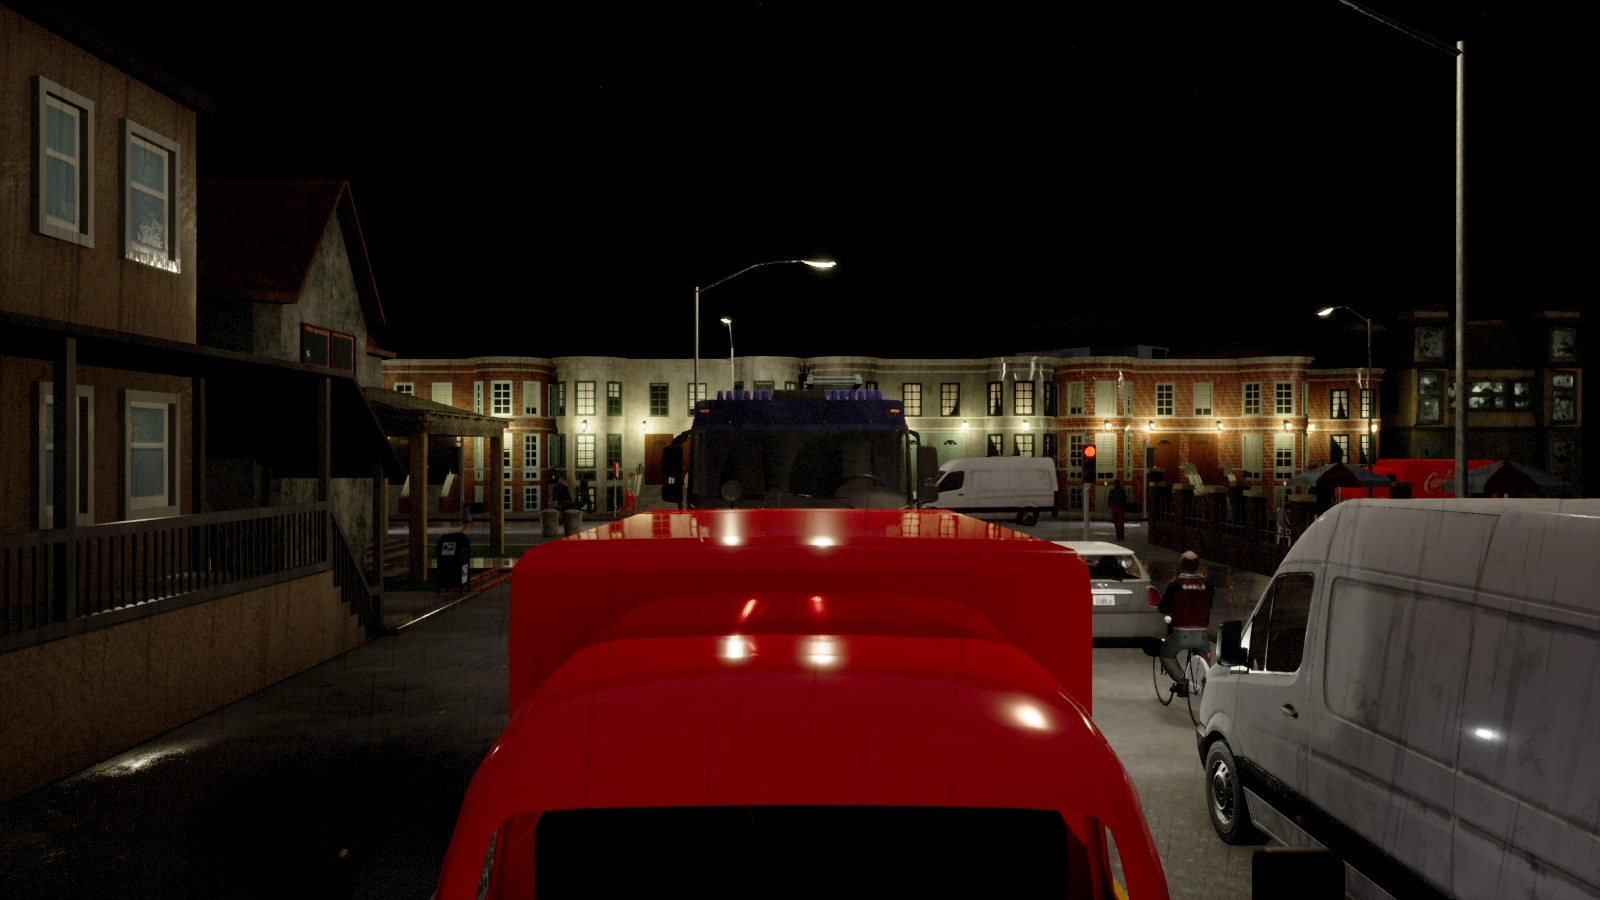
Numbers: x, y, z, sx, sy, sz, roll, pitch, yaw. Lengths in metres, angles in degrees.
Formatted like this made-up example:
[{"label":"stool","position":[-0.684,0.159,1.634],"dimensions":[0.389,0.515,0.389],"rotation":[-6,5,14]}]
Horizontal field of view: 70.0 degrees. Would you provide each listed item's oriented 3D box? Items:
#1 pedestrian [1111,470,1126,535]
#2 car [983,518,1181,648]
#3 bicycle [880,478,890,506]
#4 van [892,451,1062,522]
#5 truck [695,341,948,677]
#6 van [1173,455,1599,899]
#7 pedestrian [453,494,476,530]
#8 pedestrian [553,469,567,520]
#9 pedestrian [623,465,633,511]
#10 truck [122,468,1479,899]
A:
[{"label":"pedestrian","position":[9.329,1.530,33.477],"dimensions":[0.375,1.860,0.375],"rotation":[0,0,21]},{"label":"car","position":[3.996,1.852,16.834],"dimensions":[1.970,1.475,3.806],"rotation":[0,0,0]},{"label":"bicycle","position":[4.005,1.963,53.762],"dimensions":[0.329,1.271,1.835],"rotation":[0,0,0]},{"label":"van","position":[6.556,1.332,42.623],"dimensions":[5.915,2.561,1.988],"rotation":[0,0,-7]},{"label":"truck","position":[0.275,0.678,17.256],"dimensions":[2.891,3.827,8.468],"rotation":[0,0,0]},{"label":"van","position":[4.008,1.318,6.281],"dimensions":[1.988,2.561,5.915],"rotation":[0,0,0]},{"label":"pedestrian","position":[-10.416,1.921,35.486],"dimensions":[0.500,1.100,0.500],"rotation":[0,0,38]},{"label":"pedestrian","position":[-8.811,1.646,41.968],"dimensions":[0.375,1.860,0.375],"rotation":[0,0,8]},{"label":"pedestrian","position":[-7.061,1.545,46.925],"dimensions":[0.375,1.860,0.375],"rotation":[0,0,-1]},{"label":"truck","position":[-0.002,1.351,4.813],"dimensions":[2.627,2.467,5.204],"rotation":[0,0,0]}]
